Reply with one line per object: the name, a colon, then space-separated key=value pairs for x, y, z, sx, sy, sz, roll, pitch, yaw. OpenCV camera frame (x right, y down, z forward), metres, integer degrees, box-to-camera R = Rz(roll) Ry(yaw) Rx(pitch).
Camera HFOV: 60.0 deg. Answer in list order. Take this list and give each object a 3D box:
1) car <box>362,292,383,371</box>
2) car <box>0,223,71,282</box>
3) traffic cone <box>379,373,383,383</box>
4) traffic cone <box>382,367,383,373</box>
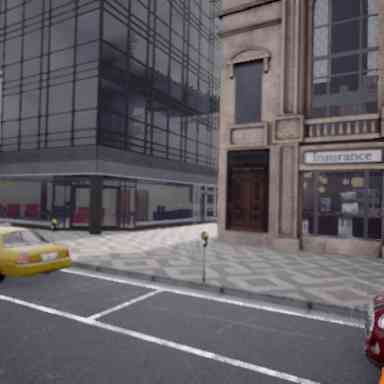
car: x=4.334 y=1.642 z=4.005 sx=4.097 sy=1.590 sz=1.967 roll=1 pitch=-1 yaw=29
car: x=-5.617 y=1.556 z=9.516 sx=4.829 sy=1.417 sz=1.752 roll=1 pitch=-1 yaw=29
traffic cone: x=1.861 y=2.073 z=3.026 sx=0.340 sy=0.580 sz=0.340 roll=1 pitch=-1 yaw=29
traffic cone: x=2.302 y=2.100 z=3.858 sx=0.340 sy=0.580 sz=0.340 roll=1 pitch=-1 yaw=31
